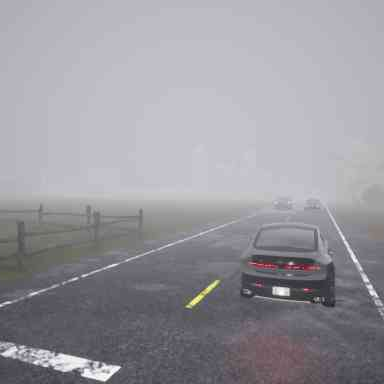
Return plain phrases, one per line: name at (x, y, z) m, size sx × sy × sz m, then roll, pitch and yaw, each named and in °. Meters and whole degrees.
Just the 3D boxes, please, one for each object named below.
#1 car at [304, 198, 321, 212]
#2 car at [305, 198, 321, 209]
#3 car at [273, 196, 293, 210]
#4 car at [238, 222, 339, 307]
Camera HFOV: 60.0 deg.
car at (14.213, 1.535, 39.107) m, size 2.033 × 1.411 × 5.357 m, roll 0°, pitch 0°, yaw 21°
car at (16.982, 1.550, 46.494) m, size 1.994 × 1.385 × 4.181 m, roll 0°, pitch 0°, yaw 21°
car at (11.650, 1.339, 42.308) m, size 2.097 × 1.767 × 4.553 m, roll 0°, pitch 0°, yaw 21°
car at (2.429, 1.501, 8.126) m, size 1.837 × 1.490 × 4.892 m, roll 0°, pitch 0°, yaw 21°
